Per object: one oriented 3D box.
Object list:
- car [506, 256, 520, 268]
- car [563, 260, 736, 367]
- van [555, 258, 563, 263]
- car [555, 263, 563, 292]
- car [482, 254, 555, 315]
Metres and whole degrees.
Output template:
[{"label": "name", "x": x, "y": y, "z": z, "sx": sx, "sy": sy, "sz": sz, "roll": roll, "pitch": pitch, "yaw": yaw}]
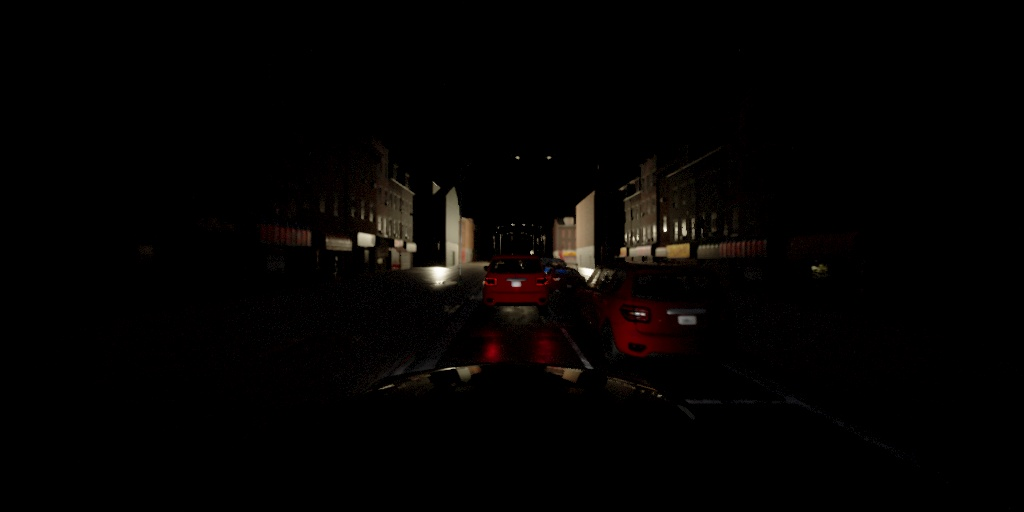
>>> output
[{"label": "car", "x": 0.100, "y": 0.955, "z": 56.762, "sx": 2.097, "sy": 1.767, "sz": 4.553, "roll": 0, "pitch": 0, "yaw": 0}, {"label": "car", "x": 2.638, "y": 1.046, "z": 7.817, "sx": 2.192, "sy": 1.841, "sz": 5.009, "roll": 0, "pitch": 0, "yaw": 0}, {"label": "van", "x": 2.638, "y": 1.022, "z": 24.440, "sx": 1.690, "sy": 1.789, "sz": 3.998, "roll": 0, "pitch": 0, "yaw": 0}, {"label": "car", "x": 2.638, "y": 1.243, "z": 18.899, "sx": 1.888, "sy": 1.381, "sz": 4.507, "roll": 0, "pitch": 0, "yaw": 0}, {"label": "car", "x": 0.098, "y": 0.936, "z": 13.476, "sx": 2.150, "sy": 2.045, "sz": 5.566, "roll": 0, "pitch": 0, "yaw": -1}]
